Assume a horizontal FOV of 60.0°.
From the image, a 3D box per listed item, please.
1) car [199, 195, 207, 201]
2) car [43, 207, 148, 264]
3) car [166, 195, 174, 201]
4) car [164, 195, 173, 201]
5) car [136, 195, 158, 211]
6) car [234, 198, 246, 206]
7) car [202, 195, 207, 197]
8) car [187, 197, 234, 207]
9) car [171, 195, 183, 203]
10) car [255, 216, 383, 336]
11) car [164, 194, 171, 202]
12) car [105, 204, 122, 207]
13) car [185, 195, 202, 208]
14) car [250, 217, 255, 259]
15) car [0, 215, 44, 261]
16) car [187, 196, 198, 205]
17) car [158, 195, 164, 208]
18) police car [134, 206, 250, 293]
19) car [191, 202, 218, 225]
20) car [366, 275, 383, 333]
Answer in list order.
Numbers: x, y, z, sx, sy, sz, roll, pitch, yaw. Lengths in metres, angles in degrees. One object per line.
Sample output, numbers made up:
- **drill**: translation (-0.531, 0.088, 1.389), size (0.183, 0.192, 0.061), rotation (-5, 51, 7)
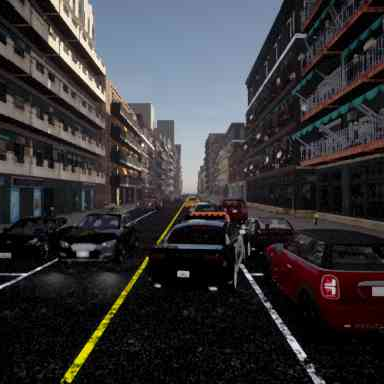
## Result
- **car**: translation (2.803, 1.520, 85.584), size (1.887, 1.381, 4.507), rotation (0, 0, 0)
- **car**: translation (-3.085, 1.491, 11.845), size (2.128, 1.511, 4.902), rotation (0, 0, 0)
- **car**: translation (-5.577, 1.520, 85.599), size (1.887, 1.381, 4.507), rotation (0, 0, 0)
- **car**: translation (-5.584, 1.418, 79.962), size (1.967, 1.590, 4.097), rotation (0, 0, 0)
- **car**: translation (-5.636, 1.434, 40.508), size (1.967, 1.590, 4.097), rotation (0, 0, 0)
- **car**: translation (2.724, 1.313, 23.584), size (2.192, 1.841, 5.009), rotation (0, 0, 0)
- **car**: translation (2.789, 1.506, 74.481), size (1.752, 1.417, 4.829), rotation (0, 0, 0)
- **car**: translation (0.924, 1.350, 18.781), size (2.097, 1.767, 4.553), rotation (0, 0, 0)
- **car**: translation (-2.908, 1.583, 71.103), size (1.895, 1.301, 4.718), rotation (0, 0, 0)
- **car**: translation (2.701, 1.440, 6.675), size (1.967, 1.590, 4.097), rotation (0, 0, 0)
- **car**: translation (-5.591, 1.296, 74.326), size (2.192, 1.841, 5.009), rotation (0, 0, 0)
- **car**: translation (-5.658, 1.524, 23.428), size (1.752, 1.417, 4.829), rotation (0, 0, 0)
- **car**: translation (0.064, 1.470, 45.559), size (1.882, 1.535, 5.008), rotation (0, 0, 0)
- **car**: translation (2.708, 1.551, 12.310), size (2.008, 1.369, 4.403), rotation (0, 0, 0)
- **car**: translation (-5.673, 1.566, 12.325), size (1.947, 1.339, 4.313), rotation (0, 0, 0)
- **car**: translation (0.078, 1.465, 60.189), size (1.882, 1.535, 5.008), rotation (0, 0, 0)
- **car**: translation (-5.628, 1.307, 46.145), size (2.192, 1.841, 5.009), rotation (0, 0, 0)
- **police car**: translation (0.400, 1.422, 9.148), size (1.930, 1.638, 5.238), rotation (-1, 0, 13)
- **car**: translation (0.856, 1.524, 24.803), size (1.812, 1.442, 4.674), rotation (0, 0, 0)
- **car**: translation (2.693, 1.545, 1.038), size (1.887, 1.381, 4.507), rotation (0, 0, 0)
